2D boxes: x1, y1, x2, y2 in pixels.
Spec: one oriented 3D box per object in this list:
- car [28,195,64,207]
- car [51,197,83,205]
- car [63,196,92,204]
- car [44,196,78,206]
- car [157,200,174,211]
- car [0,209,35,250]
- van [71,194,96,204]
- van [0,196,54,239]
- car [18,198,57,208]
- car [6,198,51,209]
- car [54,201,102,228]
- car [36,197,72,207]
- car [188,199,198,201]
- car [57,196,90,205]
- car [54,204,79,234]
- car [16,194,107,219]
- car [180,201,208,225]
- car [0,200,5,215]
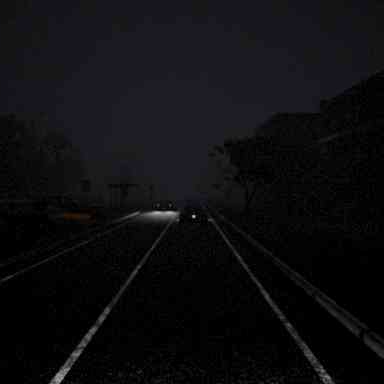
[{"bbox_3d":[-22.093,1.407,50.526,4.553,1.767,2.185,0,0,0],"label":"car"},{"bbox_3d":[-22.095,1.563,58.851,4.792,1.488,2.163,0,0,0],"label":"car"},{"bbox_3d":[-22.098,1.566,64.403,4.792,1.488,2.163,0,0,0],"label":"car"},{"bbox_3d":[-22.058,1.534,56.077,4.892,1.521,2.231,0,0,0],"label":"car"},{"bbox_3d":[-3.310,1.640,41.717,1.895,1.301,4.718,0,0,0],"label":"car"},{"bbox_3d":[-8.955,1.540,12.434,5.008,1.535,2.097,0,0,0],"label":"car"},{"bbox_3d":[-21.953,1.312,67.177,4.442,1.987,1.878,0,0,0],"label":"van"},{"bbox_3d":[-9.079,1.314,15.237,4.442,1.987,1.878,0,0,0],"label":"van"},{"bbox_3d":[-22.057,1.572,47.750,4.674,1.452,2.002,0,0,0],"label":"car"},{"bbox_3d":[-22.053,1.532,44.975,5.008,1.535,2.097,0,0,0],"label":"car"},{"bbox_3d":[-8.780,1.535,20.844,5.366,1.575,1.946,0,0,0],"label":"car"},{"bbox_3d":[-22.068,1.532,53.302,5.008,1.535,2.097,0,0,0],"label":"car"},{"bbox_3d":[0.133,1.587,41.556,2.033,1.411,5.357,0,0,0],"label":"car"},{"bbox_3d":[-21.881,1.532,61.626,5.366,1.575,1.946,0,0,0],"label":"car"},{"bbox_3d":[-8.966,1.579,18.040,4.674,1.452,2.002,0,0,0],"label":"car"},{"bbox_3d":[-8.938,1.286,23.647,5.566,2.045,2.435,0,0,0],"label":"car"},{"bbox_3d":[0.120,1.615,24.407,1.994,1.385,4.181,0,0,0],"label":"car"},{"bbox_3d":[-22.023,1.565,33.873,4.792,1.488,2.163,0,0,0],"label":"car"}]
